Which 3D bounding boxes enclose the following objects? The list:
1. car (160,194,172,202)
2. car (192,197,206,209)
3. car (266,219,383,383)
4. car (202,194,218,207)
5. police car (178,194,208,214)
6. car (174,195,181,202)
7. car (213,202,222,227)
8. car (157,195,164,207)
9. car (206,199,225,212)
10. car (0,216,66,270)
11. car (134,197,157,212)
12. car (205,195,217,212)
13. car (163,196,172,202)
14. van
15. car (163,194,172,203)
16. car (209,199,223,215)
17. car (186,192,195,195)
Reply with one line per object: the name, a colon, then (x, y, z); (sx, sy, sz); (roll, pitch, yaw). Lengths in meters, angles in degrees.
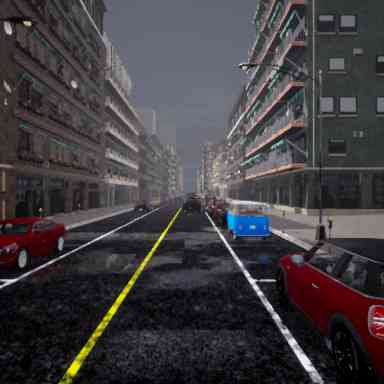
car: (-5.688, 1.278, 73.011); (2.192, 1.841, 5.009); (0, 0, 0)
car: (0.900, 1.461, 45.685); (1.882, 1.535, 5.008); (0, 0, 0)
car: (2.692, 1.438, 5.370); (1.967, 1.590, 4.097); (0, 0, 0)
car: (2.693, 1.294, 50.461); (2.192, 1.841, 5.009); (0, 0, 0)
police car: (0.384, 1.417, 36.025); (1.930, 1.638, 5.238); (-2, 0, 13)
car: (-3.001, 1.472, 75.959); (1.994, 1.385, 4.181); (0, 0, 0)
car: (2.691, 1.559, 22.280); (1.947, 1.339, 4.313); (0, 0, 0)
car: (-5.689, 1.505, 50.295); (1.752, 1.417, 4.829); (0, 0, 0)
car: (2.692, 1.537, 39.188); (2.008, 1.369, 4.403); (0, 0, 0)
car: (-5.689, 1.541, 11.010); (1.887, 1.381, 4.507); (0, 0, 0)
car: (-5.689, 1.552, 39.191); (1.947, 1.339, 4.313); (0, 0, 0)
car: (2.692, 1.429, 33.553); (1.967, 1.590, 4.097); (0, 0, 0)
car: (-5.690, 1.541, 78.648); (1.802, 1.307, 4.206); (0, 0, 0)
van: (2.692, 1.336, 16.643); (1.690, 1.788, 3.998); (0, 0, 0)
car: (-5.689, 1.407, 67.375); (1.967, 1.590, 4.097); (0, 0, 0)
car: (2.692, 1.536, 27.916); (1.887, 1.381, 4.507); (0, 0, 0)
car: (0.000, 1.062, 72.094); (2.150, 2.045, 5.566); (0, 0, 0)
